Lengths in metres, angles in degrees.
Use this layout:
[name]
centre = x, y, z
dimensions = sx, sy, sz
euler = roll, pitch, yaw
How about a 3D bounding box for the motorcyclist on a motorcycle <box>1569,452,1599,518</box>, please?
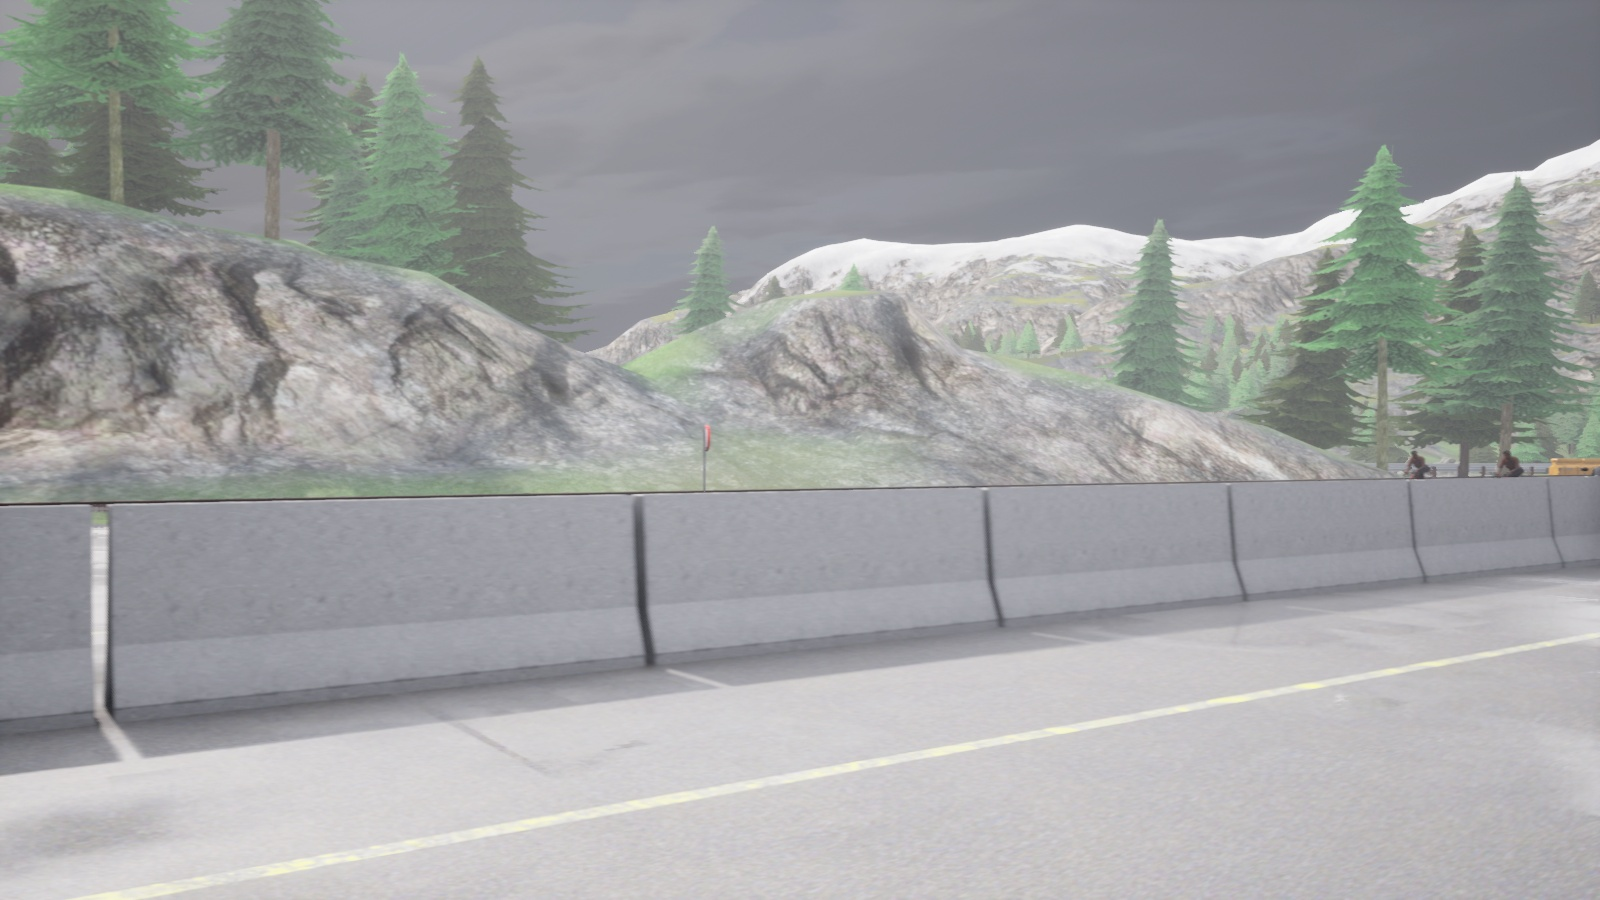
[motorcyclist on a motorcycle]
centre = 19.280, 0.812, 29.871
dimensions = 2.191, 1.530, 0.866
euler = 0, 0, -35
